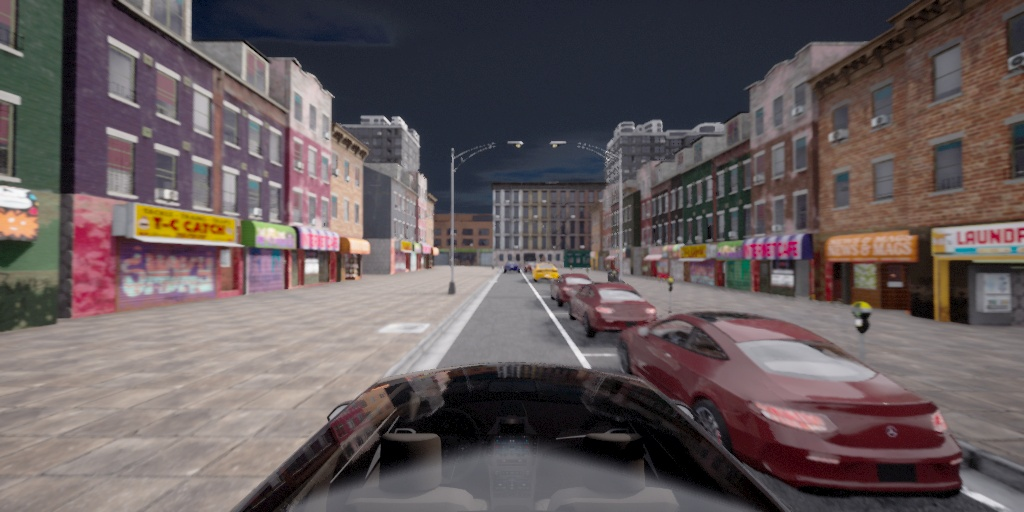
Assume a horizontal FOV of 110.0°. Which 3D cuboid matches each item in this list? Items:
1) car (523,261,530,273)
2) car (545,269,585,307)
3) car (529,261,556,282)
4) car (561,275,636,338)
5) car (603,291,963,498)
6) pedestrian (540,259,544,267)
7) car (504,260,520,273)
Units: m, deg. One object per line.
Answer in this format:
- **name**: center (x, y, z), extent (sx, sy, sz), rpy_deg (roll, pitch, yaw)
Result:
- **car**: center (2.626, 1.430, 48.560), extent (1.967, 1.591, 4.097), rpy_deg (0, 0, 0)
- **car**: center (2.635, 1.396, 15.539), extent (1.802, 1.307, 4.207), rpy_deg (0, 0, 0)
- **car**: center (2.742, 1.368, 30.380), extent (1.882, 1.535, 5.008), rpy_deg (0, 0, 0)
- **car**: center (2.637, 1.370, 10.035), extent (1.802, 1.307, 4.207), rpy_deg (0, 0, 0)
- **car**: center (2.638, 1.345, 4.532), extent (1.802, 1.307, 4.207), rpy_deg (0, 0, 0)
- **pedestrian**: center (2.742, 1.199, 33.393), extent (0.375, 1.860, 0.375), rpy_deg (0, -1, 0)
- **car**: center (0.033, 1.348, 49.257), extent (2.097, 1.767, 4.553), rpy_deg (0, 0, 1)
